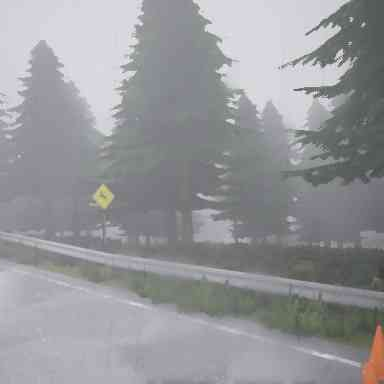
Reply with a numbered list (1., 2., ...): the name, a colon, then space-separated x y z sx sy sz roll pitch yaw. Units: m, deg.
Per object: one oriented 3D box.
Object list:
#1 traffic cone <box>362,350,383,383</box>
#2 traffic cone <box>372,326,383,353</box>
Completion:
1. traffic cone: 1.777 1.956 3.286 0.340 0.580 0.340 0 0 34
2. traffic cone: 2.323 1.956 4.120 0.340 0.580 0.340 0 0 34
